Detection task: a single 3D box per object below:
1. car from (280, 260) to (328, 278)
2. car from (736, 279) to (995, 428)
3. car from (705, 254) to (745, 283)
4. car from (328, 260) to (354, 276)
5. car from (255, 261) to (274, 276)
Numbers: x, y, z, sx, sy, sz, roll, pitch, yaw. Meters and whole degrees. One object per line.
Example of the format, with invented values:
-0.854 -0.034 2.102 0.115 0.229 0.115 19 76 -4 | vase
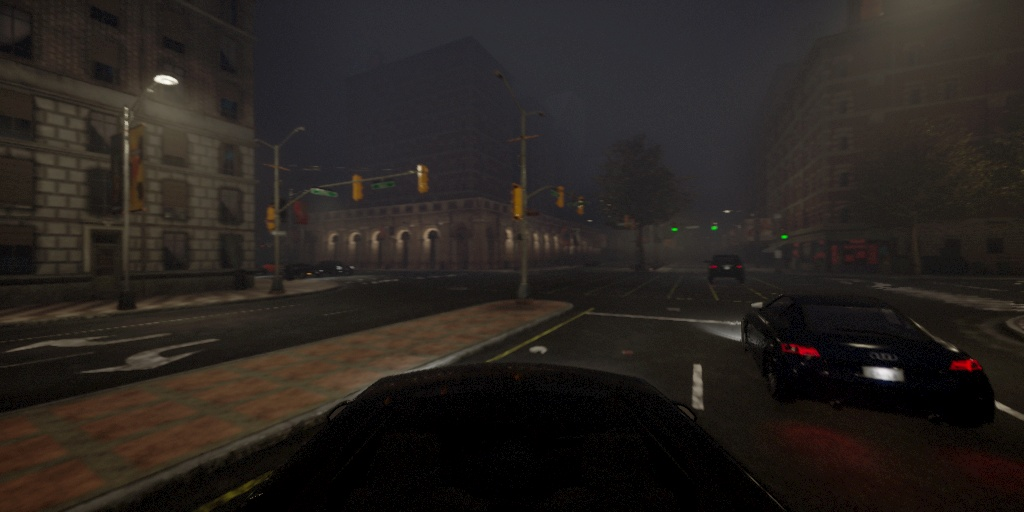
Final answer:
-21.397 1.436 36.508 4.892 1.490 1.837 0 0 27 | car
5.077 1.282 5.815 1.994 1.385 4.181 0 0 27 | car
15.603 0.885 26.373 2.150 2.045 5.566 0 0 27 | car
-19.638 1.273 39.545 4.553 1.767 2.097 0 0 27 | car
-30.149 1.544 40.996 5.357 1.411 2.033 0 0 28 | car
